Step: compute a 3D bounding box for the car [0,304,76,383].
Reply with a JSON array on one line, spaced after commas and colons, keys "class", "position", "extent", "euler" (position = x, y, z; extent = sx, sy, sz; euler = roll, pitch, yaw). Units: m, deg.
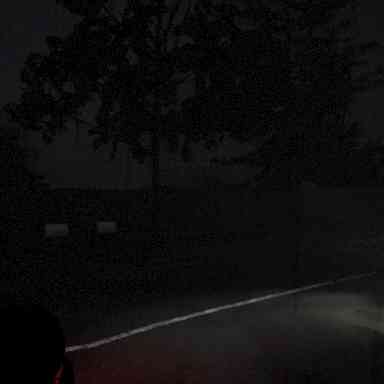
[{"class": "car", "position": [-3.203, 1.477, 1.617], "extent": [5.008, 1.535, 1.882], "euler": [0, 0, -34]}]
